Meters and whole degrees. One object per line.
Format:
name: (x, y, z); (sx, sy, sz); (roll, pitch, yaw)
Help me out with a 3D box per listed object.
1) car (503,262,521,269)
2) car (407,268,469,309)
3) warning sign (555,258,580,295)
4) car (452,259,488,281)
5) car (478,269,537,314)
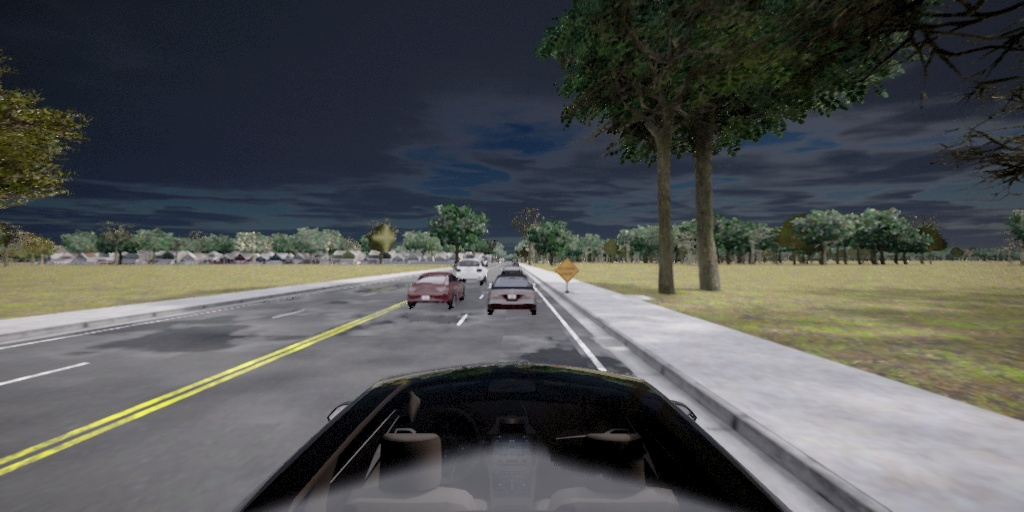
car: (0.031, 1.535, 31.124); (1.882, 1.535, 5.008); (0, 0, 1)
car: (-3.224, 1.416, 15.762); (1.812, 1.442, 4.674); (0, 0, 1)
warning sign: (2.851, 1.035, 18.539); (1.300, 1.860, 1.060); (0, 0, 0)
car: (-3.239, 1.263, 29.433); (2.150, 2.045, 5.566); (0, 0, 0)
car: (0.010, 1.424, 14.402); (2.033, 1.411, 5.357); (0, -1, 0)
